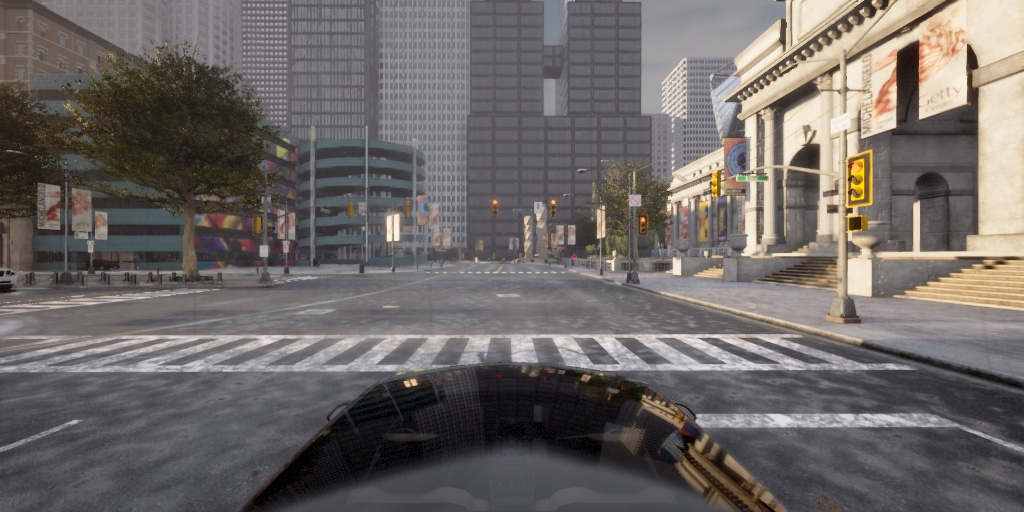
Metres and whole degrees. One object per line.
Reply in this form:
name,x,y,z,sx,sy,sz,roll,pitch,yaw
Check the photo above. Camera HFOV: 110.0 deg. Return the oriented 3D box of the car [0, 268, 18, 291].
car,-31.152,0.971,19.773,5.566,2.045,2.150,0,0,0
